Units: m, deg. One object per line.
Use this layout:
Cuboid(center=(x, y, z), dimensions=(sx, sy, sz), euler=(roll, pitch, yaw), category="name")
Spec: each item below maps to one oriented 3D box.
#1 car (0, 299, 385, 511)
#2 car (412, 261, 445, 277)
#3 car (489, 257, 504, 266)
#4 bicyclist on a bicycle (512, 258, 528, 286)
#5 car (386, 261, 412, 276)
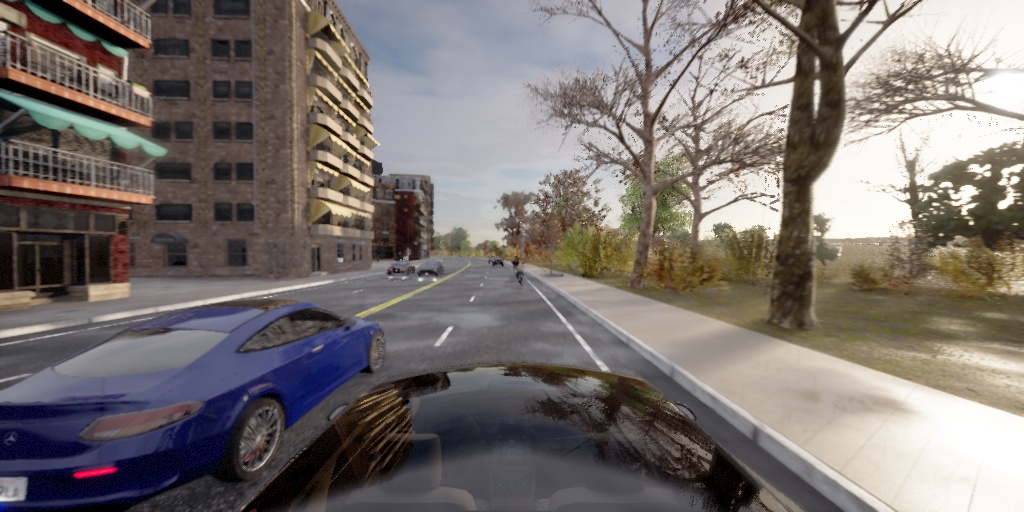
Cuboid(center=(-3.171, 1.266, 4.529), dimensions=(1.812, 1.442, 4.674), euler=(0, 0, 0), category="car")
Cuboid(center=(-7.304, 1.128, 32.830), dimensions=(2.033, 1.411, 5.357), euler=(0, 0, -2), category="car")
Cuboid(center=(-2.363, 0.906, 59.542), dimensions=(1.837, 1.490, 4.892), euler=(0, 1, -4), category="car")
Cuboid(center=(0.566, 1.062, 22.474), dimensions=(0.866, 1.612, 1.509), euler=(0, -1, -2), category="bicyclist on a bicycle")
Cuboid(center=(-10.640, 1.143, 34.680), dimensions=(1.994, 1.385, 4.181), euler=(0, 0, -3), category="car")
